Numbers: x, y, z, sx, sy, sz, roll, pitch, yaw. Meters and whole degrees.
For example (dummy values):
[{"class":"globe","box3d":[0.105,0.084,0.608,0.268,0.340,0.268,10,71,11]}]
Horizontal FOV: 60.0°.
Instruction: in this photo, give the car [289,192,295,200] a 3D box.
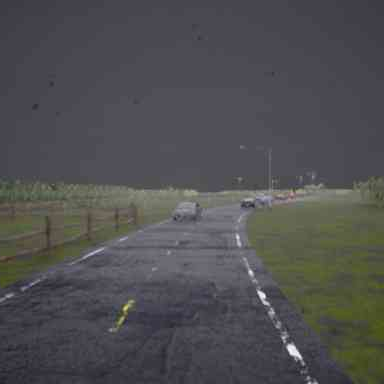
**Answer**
[{"class":"car","box3d":[24.858,0.986,85.084,2.150,2.045,5.566,0,0,26]}]

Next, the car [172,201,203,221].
[{"class":"car","box3d":[-0.284,1.532,27.348,1.837,1.490,4.892,0,0,11]}]

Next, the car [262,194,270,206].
[{"class":"car","box3d":[11.103,1.504,54.004,1.837,1.490,4.892,0,0,22]}]

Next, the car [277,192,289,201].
[{"class":"car","box3d":[19.942,1.284,74.997,1.882,1.535,5.008,0,0,26]}]

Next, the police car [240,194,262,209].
[{"class":"police car","box3d":[7.801,1.440,44.843,1.930,1.638,5.238,0,0,18]}]

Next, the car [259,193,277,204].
[{"class":"car","box3d":[13.406,1.465,59.446,1.882,1.535,5.008,0,0,24]}]
